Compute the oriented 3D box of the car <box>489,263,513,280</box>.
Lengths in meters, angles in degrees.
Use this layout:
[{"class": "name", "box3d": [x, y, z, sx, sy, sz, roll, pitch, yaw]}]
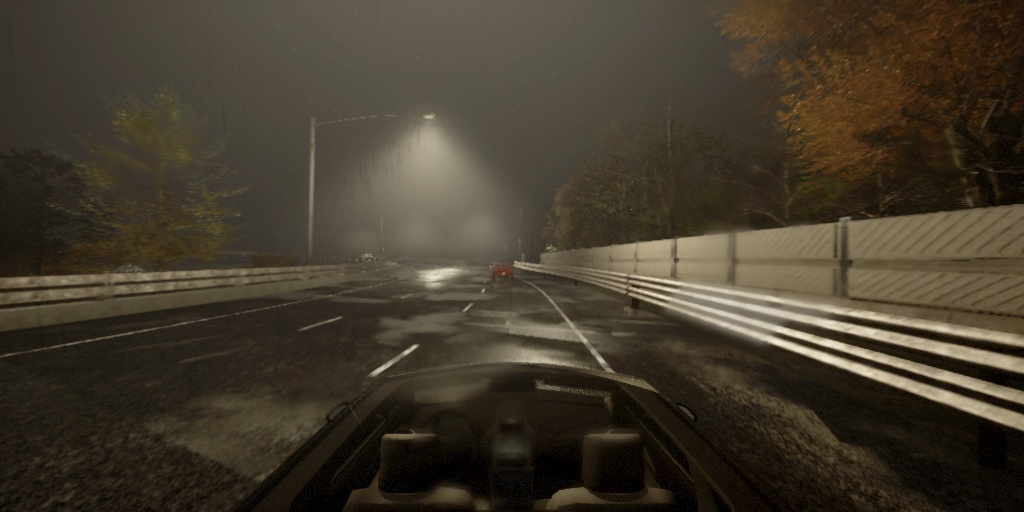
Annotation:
[{"class": "car", "box3d": [-1.042, 1.366, 33.257, 1.882, 1.535, 5.008, 2, -1, -8]}]
